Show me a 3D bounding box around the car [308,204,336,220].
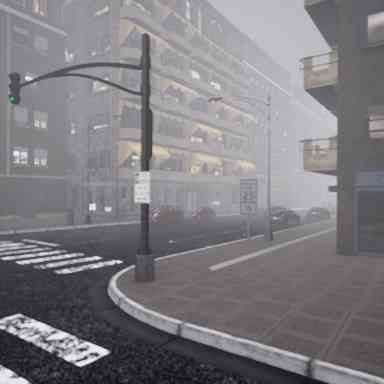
[{"bbox_3d":[14.101,2.293,36.815,1.947,1.339,4.313,-1,-1,35],"label":"car"}]

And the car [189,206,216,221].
[{"bbox_3d":[0.800,2.058,32.235,1.802,1.307,4.206,-1,-1,35],"label":"car"}]

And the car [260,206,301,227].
[{"bbox_3d":[7.627,2.092,27.493,1.947,1.339,4.313,-1,-2,35],"label":"car"}]

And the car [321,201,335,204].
[{"bbox_3d":[29.894,2.817,74.209,1.967,1.590,4.097,-1,-1,35],"label":"car"}]

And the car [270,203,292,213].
[{"bbox_3d":[13.648,2.399,50.740,1.752,1.417,4.829,-1,-1,35],"label":"car"}]

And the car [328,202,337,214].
[{"bbox_3d":[20.671,2.455,46.277,1.752,1.417,4.829,-1,-1,35],"label":"car"}]

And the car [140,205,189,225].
[{"bbox_3d":[-2.437,1.816,27.578,1.967,1.590,4.097,-1,-1,35],"label":"car"}]

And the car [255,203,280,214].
[{"bbox_3d":[10.508,2.321,46.218,1.887,1.381,4.507,-1,-1,35],"label":"car"}]

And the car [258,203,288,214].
[{"bbox_3d":[8.741,2.136,33.559,1.812,1.442,4.674,0,-1,35],"label":"car"}]
